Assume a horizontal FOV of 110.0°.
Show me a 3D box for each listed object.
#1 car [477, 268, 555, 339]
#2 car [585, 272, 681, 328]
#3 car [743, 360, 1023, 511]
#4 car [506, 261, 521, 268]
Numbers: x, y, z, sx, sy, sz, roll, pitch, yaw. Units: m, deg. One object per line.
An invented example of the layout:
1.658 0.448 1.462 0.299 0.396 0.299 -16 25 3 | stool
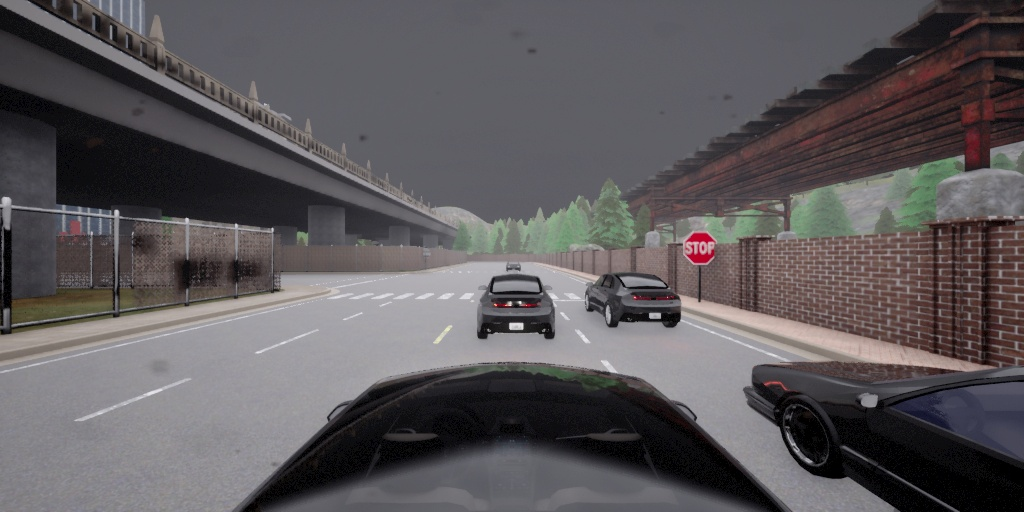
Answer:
0.096 1.255 10.061 1.837 1.490 4.892 0 0 0 | car
3.598 1.255 11.421 1.837 1.490 4.892 0 0 0 | car
3.600 1.297 1.675 2.033 1.411 5.357 0 0 0 | car
0.173 1.351 46.340 1.895 1.301 4.718 0 0 -1 | car
